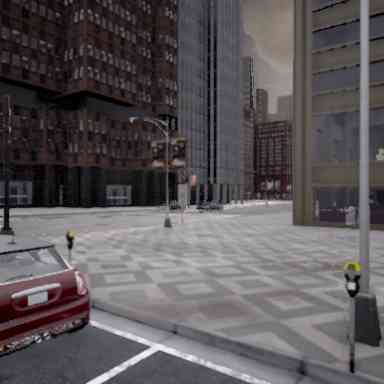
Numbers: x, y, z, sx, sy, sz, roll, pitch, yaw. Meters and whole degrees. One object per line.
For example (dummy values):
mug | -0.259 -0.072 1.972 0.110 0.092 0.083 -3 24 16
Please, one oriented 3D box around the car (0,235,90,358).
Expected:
car | -3.624 1.436 5.547 4.097 1.590 1.967 0 0 36

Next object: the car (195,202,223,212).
car | 2.674 2.160 49.179 2.033 1.411 5.357 0 -1 36

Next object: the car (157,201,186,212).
car | -2.873 2.025 46.987 2.128 1.511 4.902 0 -1 35
